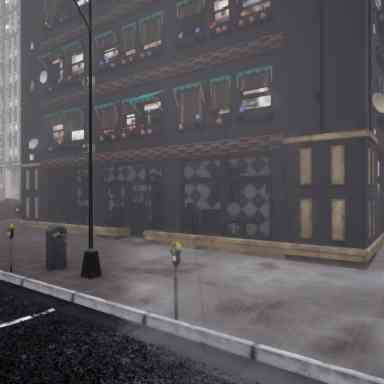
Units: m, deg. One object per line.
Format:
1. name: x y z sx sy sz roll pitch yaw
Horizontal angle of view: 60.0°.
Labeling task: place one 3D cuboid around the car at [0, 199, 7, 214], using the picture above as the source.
1. car: -16.195 1.308 29.054 1.994 1.385 4.181 0 1 35

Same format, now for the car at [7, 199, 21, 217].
1. car: -11.432 1.282 25.742 1.947 1.339 4.313 1 1 35
